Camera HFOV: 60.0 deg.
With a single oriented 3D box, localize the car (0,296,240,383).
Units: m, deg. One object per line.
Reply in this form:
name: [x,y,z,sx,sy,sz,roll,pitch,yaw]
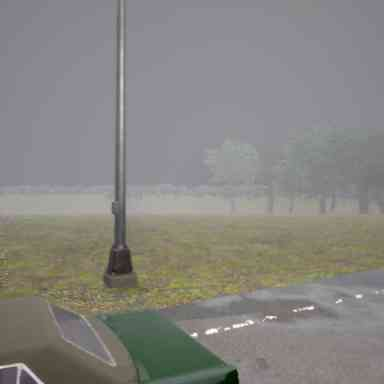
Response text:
car: [-2.051,1.644,2.378,4.718,1.301,1.895,1,-1,-30]
